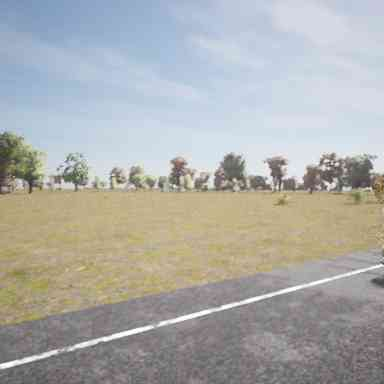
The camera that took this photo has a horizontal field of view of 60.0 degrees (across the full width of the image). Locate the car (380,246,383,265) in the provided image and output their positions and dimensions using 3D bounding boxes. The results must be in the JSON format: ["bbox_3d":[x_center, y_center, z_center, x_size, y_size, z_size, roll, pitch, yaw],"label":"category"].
[{"bbox_3d":[7.115,1.592,9.068,4.718,1.301,1.895,0,0,-35],"label":"car"}]
